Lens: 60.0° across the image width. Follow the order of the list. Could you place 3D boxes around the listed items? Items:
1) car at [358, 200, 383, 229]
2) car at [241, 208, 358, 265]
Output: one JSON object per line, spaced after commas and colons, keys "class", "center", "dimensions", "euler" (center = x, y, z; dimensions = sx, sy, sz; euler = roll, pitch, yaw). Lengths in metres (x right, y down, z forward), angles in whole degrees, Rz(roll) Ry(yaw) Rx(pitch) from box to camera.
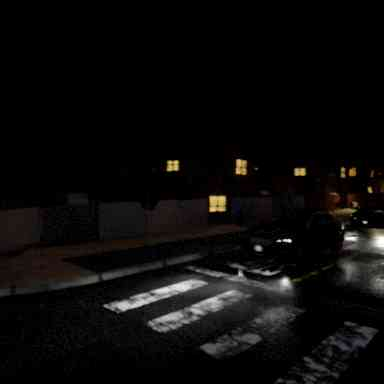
{"class": "car", "center": [10.338, 1.251, 18.431], "dimensions": [1.837, 1.490, 4.892], "euler": [2, 2, 44]}
{"class": "car", "center": [3.565, 1.319, 11.260], "dimensions": [2.128, 1.511, 4.902], "euler": [2, 2, 43]}
